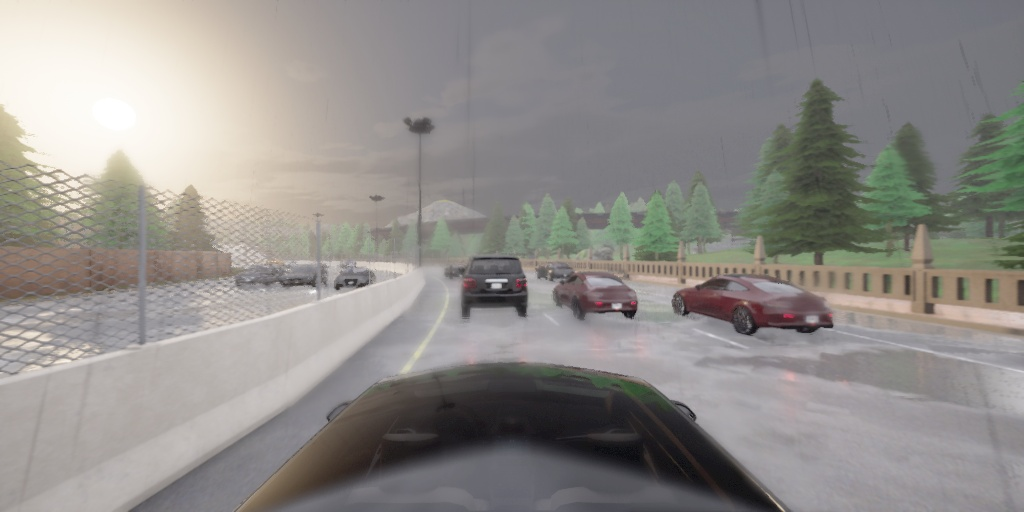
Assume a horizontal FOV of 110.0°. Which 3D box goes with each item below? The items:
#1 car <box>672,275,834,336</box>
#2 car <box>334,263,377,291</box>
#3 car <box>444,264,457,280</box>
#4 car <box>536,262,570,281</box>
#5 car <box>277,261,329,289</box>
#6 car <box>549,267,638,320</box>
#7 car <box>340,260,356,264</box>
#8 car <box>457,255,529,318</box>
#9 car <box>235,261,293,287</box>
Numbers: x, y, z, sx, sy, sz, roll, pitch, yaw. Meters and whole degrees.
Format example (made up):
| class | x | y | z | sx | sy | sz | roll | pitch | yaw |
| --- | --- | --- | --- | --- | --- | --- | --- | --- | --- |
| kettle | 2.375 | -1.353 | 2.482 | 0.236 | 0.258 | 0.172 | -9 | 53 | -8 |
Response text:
| class | x | y | z | sx | sy | sz | roll | pitch | yaw |
| --- | --- | --- | --- | --- | --- | --- | --- | --- | --- |
| car | 6.510 | 1.255 | 10.306 | 1.812 | 1.442 | 4.674 | 0 | 0 | -5 |
| car | -9.803 | 1.368 | 22.753 | 1.994 | 1.385 | 4.181 | 0 | 0 | -13 |
| car | -4.973 | 1.391 | 32.315 | 1.895 | 1.301 | 4.718 | 0 | 0 | -18 |
| car | 3.343 | 1.245 | 28.613 | 2.128 | 1.511 | 4.902 | 0 | 0 | -14 |
| car | -13.705 | 1.326 | 24.064 | 1.837 | 1.490 | 4.892 | 0 | 0 | -15 |
| car | 2.772 | 1.271 | 12.585 | 1.812 | 1.442 | 4.674 | 0 | 0 | -6 |
| car | -27.016 | 1.393 | 59.199 | 2.128 | 1.511 | 4.902 | 0 | 0 | -37 |
| car | -0.760 | 0.982 | 13.270 | 2.150 | 2.045 | 5.566 | 0 | 0 | -7 |
| car | -17.742 | 1.330 | 25.497 | 2.128 | 1.511 | 4.902 | 0 | 0 | -16 |
